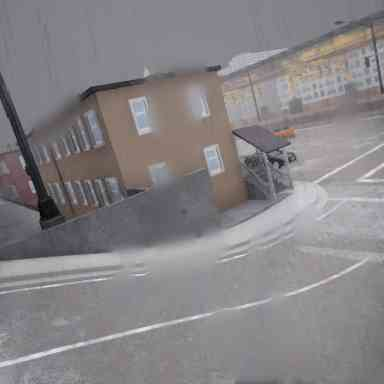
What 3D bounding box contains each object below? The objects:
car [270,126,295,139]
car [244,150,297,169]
[{"bbox_3d":[11.274,-7.724,44.348,2.097,1.767,4.553,-23,13,-32],"label":"car"},{"bbox_3d":[6.409,-2.812,27.788,1.837,1.490,4.892,-23,13,-32],"label":"car"}]
